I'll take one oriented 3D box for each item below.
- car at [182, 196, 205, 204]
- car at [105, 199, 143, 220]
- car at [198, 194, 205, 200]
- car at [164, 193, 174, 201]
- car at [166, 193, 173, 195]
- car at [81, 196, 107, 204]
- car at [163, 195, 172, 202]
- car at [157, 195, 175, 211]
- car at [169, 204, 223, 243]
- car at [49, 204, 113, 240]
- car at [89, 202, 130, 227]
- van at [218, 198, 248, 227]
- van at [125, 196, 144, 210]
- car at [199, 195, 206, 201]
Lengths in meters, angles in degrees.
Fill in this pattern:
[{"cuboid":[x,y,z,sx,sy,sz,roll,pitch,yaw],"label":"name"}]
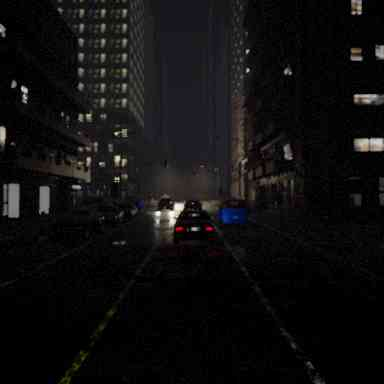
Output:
[{"cuboid":[0.084,1.468,33.948,1.837,1.490,4.892,0,0,0],"label":"car"},{"cuboid":[-5.656,1.536,27.895,1.947,1.339,4.313,1,0,0],"label":"car"},{"cuboid":[2.661,1.422,94.044,1.752,1.417,4.829,1,0,0],"label":"car"},{"cuboid":[-5.710,1.225,82.653,2.192,1.841,5.009,1,0,0],"label":"car"},{"cuboid":[-5.707,1.362,71.502,1.967,1.590,4.097,1,0,0],"label":"car"},{"cuboid":[-16.517,1.437,56.077,4.097,1.590,1.967,0,-1,0],"label":"car"},{"cuboid":[-5.713,1.498,77.078,1.802,1.307,4.206,1,0,0],"label":"car"},{"cuboid":[-3.021,1.472,39.455,1.837,1.490,4.892,0,0,0],"label":"car"},{"cuboid":[0.092,1.531,15.851,2.033,1.411,5.357,0,0,0],"label":"car"},{"cuboid":[-5.651,1.533,16.815,2.008,1.369,4.403,1,0,0],"label":"car"},{"cuboid":[-5.654,1.558,22.356,1.802,1.307,4.206,1,0,0],"label":"car"},{"cuboid":[2.698,1.317,22.412,1.690,1.788,3.998,1,0,0],"label":"van"},{"cuboid":[-5.824,1.305,33.436,1.690,1.788,3.998,1,0,0],"label":"van"},{"cuboid":[2.664,1.491,82.719,1.802,1.307,4.206,1,0,0],"label":"car"}]
